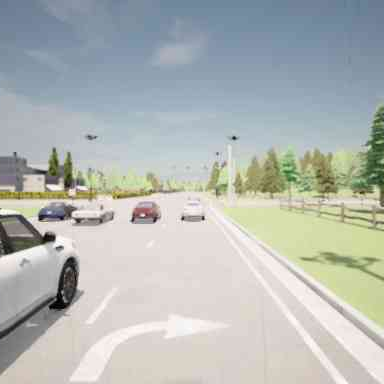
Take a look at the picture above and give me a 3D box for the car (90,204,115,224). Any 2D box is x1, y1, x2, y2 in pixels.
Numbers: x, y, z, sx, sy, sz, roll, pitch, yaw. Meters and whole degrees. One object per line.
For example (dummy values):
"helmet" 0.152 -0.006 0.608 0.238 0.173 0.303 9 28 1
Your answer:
"car" -6.890 1.497 23.904 1.895 1.301 4.718 0 0 0

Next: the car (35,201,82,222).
"car" -10.389 1.451 26.224 1.994 1.385 4.181 0 0 0

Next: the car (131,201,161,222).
"car" -3.388 1.417 25.104 1.812 1.442 4.674 0 0 0

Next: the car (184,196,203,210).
"car" 0.294 1.313 41.030 2.128 1.511 4.902 0 0 3

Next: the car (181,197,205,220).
"car" 0.095 1.408 26.987 1.812 1.442 4.674 0 0 0

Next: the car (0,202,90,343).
"car" -3.398 1.201 4.584 2.150 2.045 5.566 0 0 0
